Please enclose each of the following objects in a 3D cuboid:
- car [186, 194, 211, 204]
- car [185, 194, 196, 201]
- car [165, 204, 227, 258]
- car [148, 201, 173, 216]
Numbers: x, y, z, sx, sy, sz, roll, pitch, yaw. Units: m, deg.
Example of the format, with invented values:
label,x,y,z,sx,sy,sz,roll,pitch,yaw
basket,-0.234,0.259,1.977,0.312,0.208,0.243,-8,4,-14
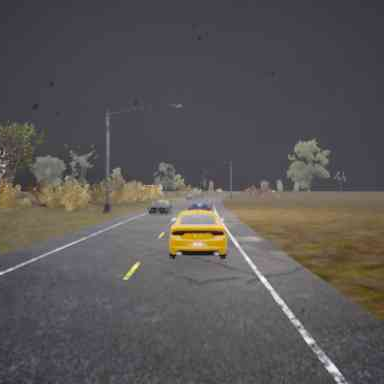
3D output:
label,x,y,z,sx,sy,sz,roll,pitch,yaw
car,0.794,1.246,32.588,2.097,1.767,4.553,0,0,2
car,-0.232,1.216,73.364,1.882,1.535,5.008,0,0,5
car,0.224,1.438,12.618,1.882,1.535,5.008,0,0,1
car,-2.949,1.497,31.627,1.895,1.301,4.718,0,0,2
